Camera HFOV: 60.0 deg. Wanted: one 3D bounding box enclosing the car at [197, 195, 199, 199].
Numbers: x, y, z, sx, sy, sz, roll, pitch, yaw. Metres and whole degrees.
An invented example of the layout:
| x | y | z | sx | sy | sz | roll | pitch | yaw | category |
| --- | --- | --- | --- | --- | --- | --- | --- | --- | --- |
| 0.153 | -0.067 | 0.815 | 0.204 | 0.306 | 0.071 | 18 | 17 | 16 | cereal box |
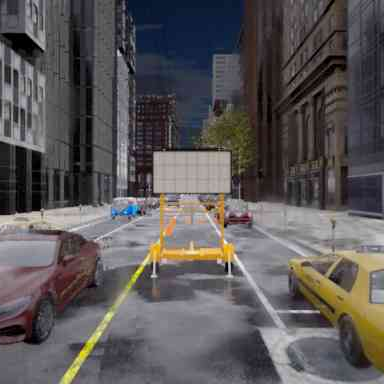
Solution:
| x | y | z | sx | sy | sz | roll | pitch | yaw | category |
| --- | --- | --- | --- | --- | --- | --- | --- | --- | --- |
| 2.853 | 1.756 | 78.630 | 1.947 | 1.339 | 4.313 | 0 | 0 | 0 | car |

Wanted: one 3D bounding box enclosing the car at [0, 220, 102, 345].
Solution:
| x | y | z | sx | sy | sz | roll | pitch | yaw | category |
| --- | --- | --- | --- | --- | --- | --- | --- | --- | --- |
| -3.101 | 1.529 | 6.537 | 1.812 | 1.442 | 4.674 | 0 | 0 | 0 | car |

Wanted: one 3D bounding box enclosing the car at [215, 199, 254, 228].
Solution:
| x | y | z | sx | sy | sz | roll | pitch | yaw | category |
| --- | --- | --- | --- | --- | --- | --- | --- | --- | --- |
| 2.858 | 1.458 | 22.238 | 1.967 | 1.590 | 4.097 | 0 | 0 | 0 | car |

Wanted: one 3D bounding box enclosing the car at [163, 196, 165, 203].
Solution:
| x | y | z | sx | sy | sz | roll | pitch | yaw | category |
| --- | --- | --- | --- | --- | --- | --- | --- | --- | --- |
| -5.670 | 1.633 | 50.447 | 1.887 | 1.381 | 4.507 | 0 | 0 | 0 | car |

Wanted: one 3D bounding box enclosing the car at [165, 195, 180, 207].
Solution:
| x | y | z | sx | sy | sz | roll | pitch | yaw | category |
| --- | --- | --- | --- | --- | --- | --- | --- | --- | --- |
| -3.002 | 1.647 | 53.631 | 2.033 | 1.411 | 5.357 | 0 | 0 | 0 | car |

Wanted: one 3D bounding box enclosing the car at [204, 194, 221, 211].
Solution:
| x | y | z | sx | sy | sz | roll | pitch | yaw | category |
| --- | --- | --- | --- | --- | --- | --- | --- | --- | --- |
| 2.856 | 1.370 | 39.156 | 2.192 | 1.841 | 5.009 | 0 | 0 | 0 | car |

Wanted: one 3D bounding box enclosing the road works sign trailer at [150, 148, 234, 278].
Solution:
| x | y | z | sx | sy | sz | roll | pitch | yaw | category |
| --- | --- | --- | --- | --- | --- | --- | --- | --- | --- |
| -0.001 | 0.470 | 10.179 | 2.380 | 3.560 | 2.880 | 0 | 0 | 0 | road works sign trailer |

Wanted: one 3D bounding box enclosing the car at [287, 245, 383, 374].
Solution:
| x | y | z | sx | sy | sz | roll | pitch | yaw | category |
| --- | --- | --- | --- | --- | --- | --- | --- | --- | --- |
| 2.866 | 1.528 | 5.521 | 1.752 | 1.417 | 4.829 | 0 | 0 | 1 | car |

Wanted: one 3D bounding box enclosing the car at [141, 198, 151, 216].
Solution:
| x | y | z | sx | sy | sz | roll | pitch | yaw | category |
| --- | --- | --- | --- | --- | --- | --- | --- | --- | --- |
| -5.668 | 1.605 | 33.530 | 1.947 | 1.339 | 4.313 | 0 | 0 | 0 | car |

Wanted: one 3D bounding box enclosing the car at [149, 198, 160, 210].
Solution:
| x | y | z | sx | sy | sz | roll | pitch | yaw | category |
| --- | --- | --- | --- | --- | --- | --- | --- | --- | --- |
| -5.669 | 1.511 | 44.808 | 1.967 | 1.590 | 4.097 | 0 | 0 | 0 | car |

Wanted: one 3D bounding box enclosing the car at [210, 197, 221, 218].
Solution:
| x | y | z | sx | sy | sz | roll | pitch | yaw | category |
| --- | --- | --- | --- | --- | --- | --- | --- | --- | --- |
| 2.858 | 1.468 | 27.876 | 1.967 | 1.590 | 4.097 | 0 | 0 | 0 | car |

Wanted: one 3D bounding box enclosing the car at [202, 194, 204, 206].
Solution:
| x | y | z | sx | sy | sz | roll | pitch | yaw | category |
| --- | --- | --- | --- | --- | --- | --- | --- | --- | --- |
| 2.856 | 1.386 | 44.795 | 2.192 | 1.841 | 5.009 | 0 | 0 | 0 | car |

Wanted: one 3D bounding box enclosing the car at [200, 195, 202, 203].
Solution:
| x | y | z | sx | sy | sz | roll | pitch | yaw | category |
| --- | --- | --- | --- | --- | --- | --- | --- | --- | --- |
| 2.856 | 1.546 | 56.074 | 1.967 | 1.590 | 4.097 | 0 | 0 | 0 | car |

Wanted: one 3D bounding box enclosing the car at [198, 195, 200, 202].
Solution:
| x | y | z | sx | sy | sz | roll | pitch | yaw | category |
| --- | --- | --- | --- | --- | --- | --- | --- | --- | --- |
| 2.854 | 1.745 | 72.992 | 1.802 | 1.307 | 4.206 | 0 | 0 | 0 | car |

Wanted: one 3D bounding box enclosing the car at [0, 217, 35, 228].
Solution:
| x | y | z | sx | sy | sz | roll | pitch | yaw | category |
| --- | --- | --- | --- | --- | --- | --- | --- | --- | --- |
| -5.668 | 1.532 | 10.767 | 1.752 | 1.417 | 4.829 | 0 | 0 | 1 | car |

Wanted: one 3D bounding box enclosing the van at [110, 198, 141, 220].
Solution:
| x | y | z | sx | sy | sz | roll | pitch | yaw | category |
| --- | --- | --- | --- | --- | --- | --- | --- | --- | --- |
| -5.667 | 1.369 | 27.891 | 1.690 | 1.788 | 3.998 | 0 | 0 | 0 | van |
